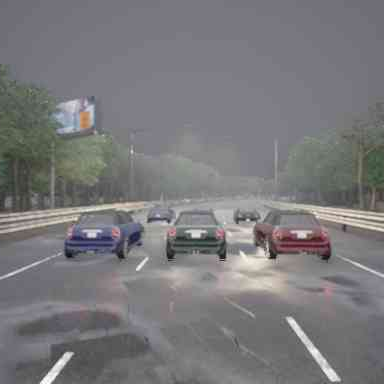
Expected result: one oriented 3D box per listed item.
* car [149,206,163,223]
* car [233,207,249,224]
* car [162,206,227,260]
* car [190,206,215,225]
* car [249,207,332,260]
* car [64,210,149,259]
[{"bbox_3d":[-2.515,1.855,28.276,1.994,1.385,4.181,0,-1,5],"label":"car"},{"bbox_3d":[4.447,1.885,27.600,1.895,1.301,4.718,0,-1,4],"label":"car"},{"bbox_3d":[0.223,1.486,13.214,2.097,1.767,4.553,0,-1,2],"label":"car"},{"bbox_3d":[0.954,1.887,27.823,1.895,1.301,4.718,0,-1,4],"label":"car"},{"bbox_3d":[3.722,1.486,13.118,2.097,1.767,4.553,0,-1,2],"label":"car"},{"bbox_3d":[-3.276,1.487,13.309,2.097,1.767,4.553,0,-1,2],"label":"car"}]
